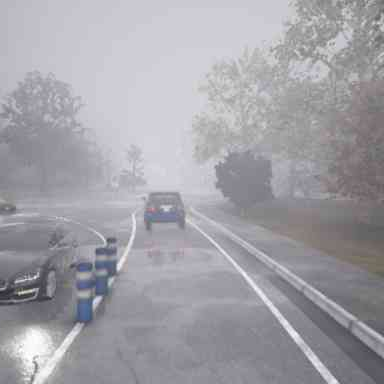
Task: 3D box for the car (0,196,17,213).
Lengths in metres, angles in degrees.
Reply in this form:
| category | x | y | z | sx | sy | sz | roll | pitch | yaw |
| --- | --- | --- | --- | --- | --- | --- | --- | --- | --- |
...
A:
| category | x | y | z | sx | sy | sz | roll | pitch | yaw |
| --- | --- | --- | --- | --- | --- | --- | --- | --- | --- |
| car | -15.570 | 0.891 | 25.653 | 4.674 | 1.442 | 1.812 | 2 | 3 | 30 |

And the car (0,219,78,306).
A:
| category | x | y | z | sx | sy | sz | roll | pitch | yaw |
| --- | --- | --- | --- | --- | --- | --- | --- | --- | --- |
| car | -4.061 | 1.505 | 8.249 | 1.837 | 1.490 | 4.892 | 1 | 1 | -10 |

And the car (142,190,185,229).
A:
| category | x | y | z | sx | sy | sz | roll | pitch | yaw |
| --- | --- | --- | --- | --- | --- | --- | --- | --- | --- |
| car | -1.730 | 0.886 | 19.645 | 2.150 | 2.045 | 5.566 | -1 | 3 | -9 |

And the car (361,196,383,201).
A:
| category | x | y | z | sx | sy | sz | roll | pitch | yaw |
| --- | --- | --- | --- | --- | --- | --- | --- | --- | --- |
| car | 25.819 | 0.506 | 45.683 | 5.566 | 2.045 | 2.150 | 4 | 4 | 7 |

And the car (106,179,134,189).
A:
| category | x | y | z | sx | sy | sz | roll | pitch | yaw |
| --- | --- | --- | --- | --- | --- | --- | --- | --- | --- |
| car | -14.631 | -1.682 | 67.472 | 5.566 | 2.045 | 2.150 | 0 | 3 | 4 |
